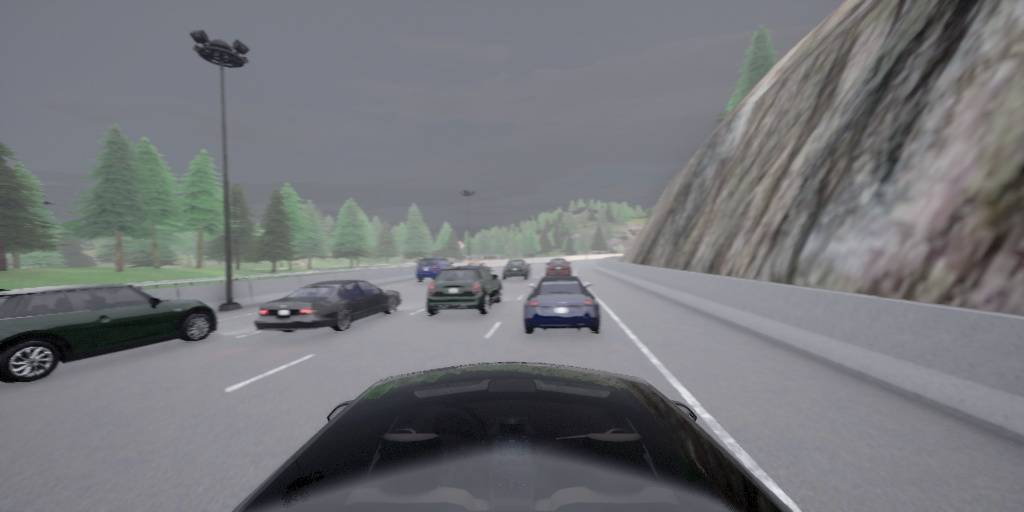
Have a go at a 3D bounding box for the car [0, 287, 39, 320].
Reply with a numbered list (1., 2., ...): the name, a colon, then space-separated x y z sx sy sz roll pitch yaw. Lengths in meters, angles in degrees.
1. car: -22.988 2.107 14.257 1.895 1.301 4.718 -2 0 7

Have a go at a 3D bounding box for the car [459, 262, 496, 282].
1. car: -2.938 1.323 31.702 2.128 1.511 4.902 -2 0 8

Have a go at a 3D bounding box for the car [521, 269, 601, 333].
1. car: 1.430 1.262 10.581 1.994 1.385 4.181 -2 0 7

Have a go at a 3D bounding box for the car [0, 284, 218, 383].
1. car: -9.457 1.412 8.171 2.097 1.767 4.553 -2 0 7

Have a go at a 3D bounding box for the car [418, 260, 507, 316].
1. car: -1.673 1.151 13.992 2.097 1.767 4.553 -2 0 7

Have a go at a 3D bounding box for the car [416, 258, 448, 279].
1. car: -6.522 1.172 31.379 2.150 2.045 5.566 -2 0 8

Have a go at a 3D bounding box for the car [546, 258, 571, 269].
1. car: 3.977 0.955 30.651 2.097 1.767 4.553 -2 0 8

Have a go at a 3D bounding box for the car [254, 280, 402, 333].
1. car: -5.491 1.474 11.624 2.033 1.411 5.357 -2 0 7

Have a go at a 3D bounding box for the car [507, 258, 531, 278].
1. car: 0.506 1.070 31.090 2.097 1.767 4.553 -2 0 8
